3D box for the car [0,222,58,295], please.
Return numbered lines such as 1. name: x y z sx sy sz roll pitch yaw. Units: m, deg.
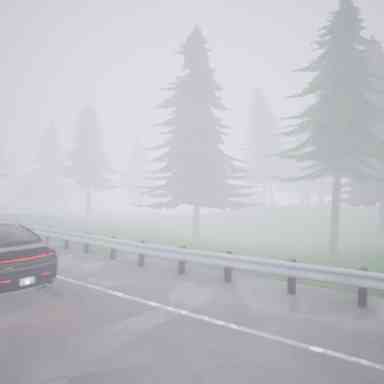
1. car: -5.106 1.461 7.902 4.892 1.490 1.837 0 0 37
